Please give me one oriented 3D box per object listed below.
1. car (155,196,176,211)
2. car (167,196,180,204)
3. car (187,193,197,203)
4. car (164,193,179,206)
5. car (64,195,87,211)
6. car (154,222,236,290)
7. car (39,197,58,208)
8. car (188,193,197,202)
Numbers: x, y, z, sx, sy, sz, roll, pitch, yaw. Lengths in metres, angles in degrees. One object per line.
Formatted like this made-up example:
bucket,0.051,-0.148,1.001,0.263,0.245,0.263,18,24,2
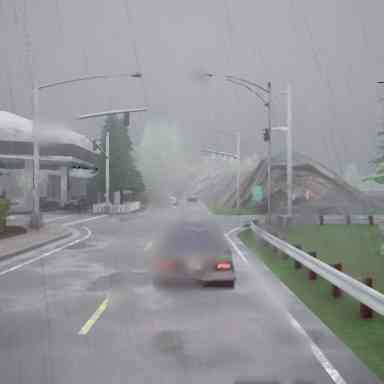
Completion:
car,-3.562,1.557,42.222,2.033,1.411,5.357,0,0,0
car,-3.502,1.562,63.226,2.033,1.411,5.357,0,0,0
car,0.134,1.494,70.875,1.882,1.535,5.008,0,0,0
car,-3.546,1.233,52.579,2.150,2.045,5.566,0,0,0
car,-14.495,1.322,41.547,1.905,1.878,3.866,0,0,-1
car,0.077,1.550,9.179,2.033,1.411,5.357,0,0,1
car,-20.198,1.490,45.830,2.242,1.667,4.611,0,0,-1
car,0.056,1.244,81.085,2.150,2.045,5.566,0,0,-2
